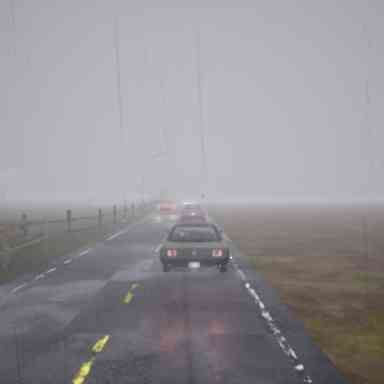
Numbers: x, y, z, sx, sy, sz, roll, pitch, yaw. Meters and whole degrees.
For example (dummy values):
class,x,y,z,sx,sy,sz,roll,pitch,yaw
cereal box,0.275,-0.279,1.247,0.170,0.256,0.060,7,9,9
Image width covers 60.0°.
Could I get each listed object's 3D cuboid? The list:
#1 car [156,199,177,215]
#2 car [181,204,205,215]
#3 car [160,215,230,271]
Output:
class,x,y,z,sx,sy,sz,roll,pitch,yaw
car,-2.839,1.578,37.598,2.097,1.767,4.553,0,0,0
car,0.091,1.730,28.506,1.994,1.385,4.181,0,0,0
car,0.081,1.663,11.052,1.895,1.301,4.718,0,0,0
